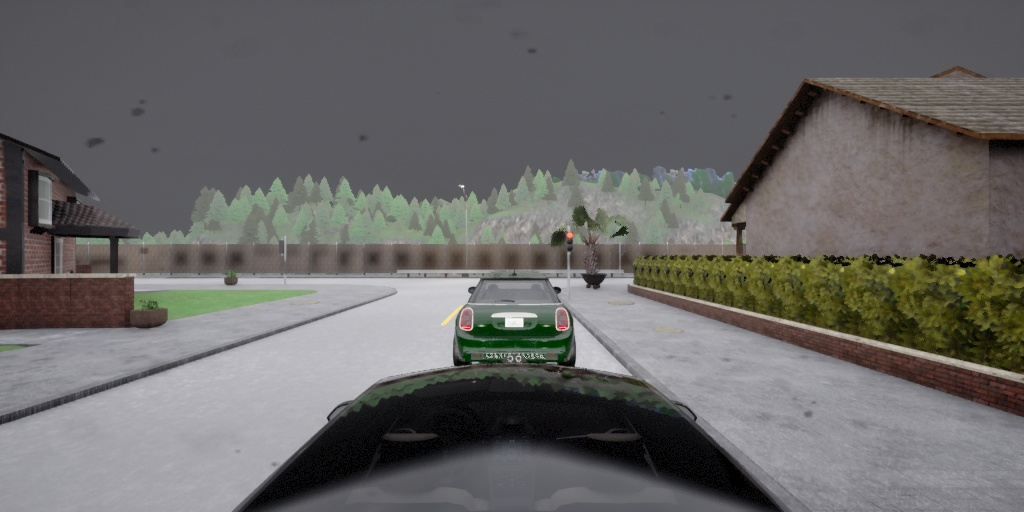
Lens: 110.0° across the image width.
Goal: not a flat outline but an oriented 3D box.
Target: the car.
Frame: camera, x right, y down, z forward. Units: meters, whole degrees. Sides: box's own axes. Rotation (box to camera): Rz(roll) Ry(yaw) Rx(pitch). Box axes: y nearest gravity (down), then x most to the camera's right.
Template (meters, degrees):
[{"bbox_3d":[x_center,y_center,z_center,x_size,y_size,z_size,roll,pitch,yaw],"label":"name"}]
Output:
[{"bbox_3d":[0.057,1.102,7.953,2.097,1.767,4.553,0,0,0],"label":"car"}]
